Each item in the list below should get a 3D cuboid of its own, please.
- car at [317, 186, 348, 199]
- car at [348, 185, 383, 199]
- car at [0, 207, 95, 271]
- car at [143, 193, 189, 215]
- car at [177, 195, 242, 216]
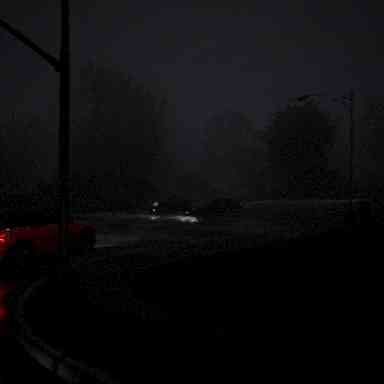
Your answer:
[{"bbox_3d":[17.906,0.022,41.756,4.902,1.511,2.128,-3,2,-27],"label":"car"},{"bbox_3d":[21.484,-0.065,39.654,4.902,1.511,2.128,-3,2,-27],"label":"car"},{"bbox_3d":[-5.162,1.260,10.948,2.097,1.767,4.553,1,1,16],"label":"car"},{"bbox_3d":[-1.970,0.947,28.767,4.553,1.767,2.097,-2,2,-38],"label":"car"},{"bbox_3d":[1.731,1.123,27.329,5.357,1.411,2.033,-2,2,-38],"label":"car"}]
